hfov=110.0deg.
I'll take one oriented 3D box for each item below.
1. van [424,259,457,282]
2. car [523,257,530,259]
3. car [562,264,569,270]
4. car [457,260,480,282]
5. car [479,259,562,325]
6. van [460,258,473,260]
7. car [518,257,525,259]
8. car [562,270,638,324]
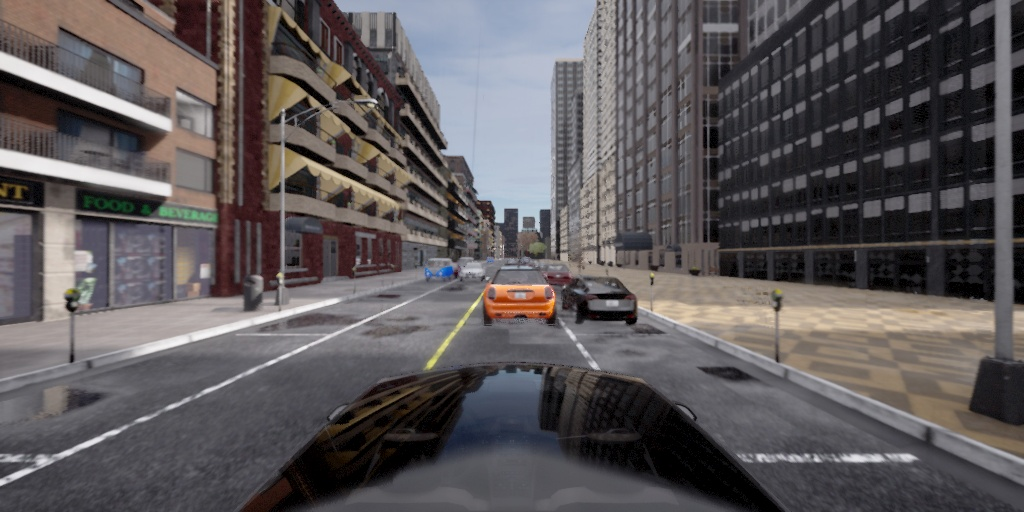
[{"bbox_3d":[-5.699,1.080,28.268,1.690,1.789,3.998,0,0,0],"label":"van"},{"bbox_3d":[2.677,1.178,44.837,1.967,1.591,4.097,0,0,0],"label":"car"},{"bbox_3d":[2.685,1.181,22.746,1.967,1.591,4.097,0,0,0],"label":"car"},{"bbox_3d":[-3.109,1.265,29.210,1.812,1.442,4.674,0,0,0],"label":"car"},{"bbox_3d":[0.158,1.096,11.920,2.097,1.767,4.553,0,0,-2],"label":"car"},{"bbox_3d":[-5.704,1.079,44.835,1.690,1.789,3.998,0,0,0],"label":"van"},{"bbox_3d":[0.088,1.228,42.482,2.128,1.511,4.902,0,0,0],"label":"car"},{"bbox_3d":[2.688,1.310,11.701,1.948,1.339,4.313,0,0,0],"label":"car"}]
